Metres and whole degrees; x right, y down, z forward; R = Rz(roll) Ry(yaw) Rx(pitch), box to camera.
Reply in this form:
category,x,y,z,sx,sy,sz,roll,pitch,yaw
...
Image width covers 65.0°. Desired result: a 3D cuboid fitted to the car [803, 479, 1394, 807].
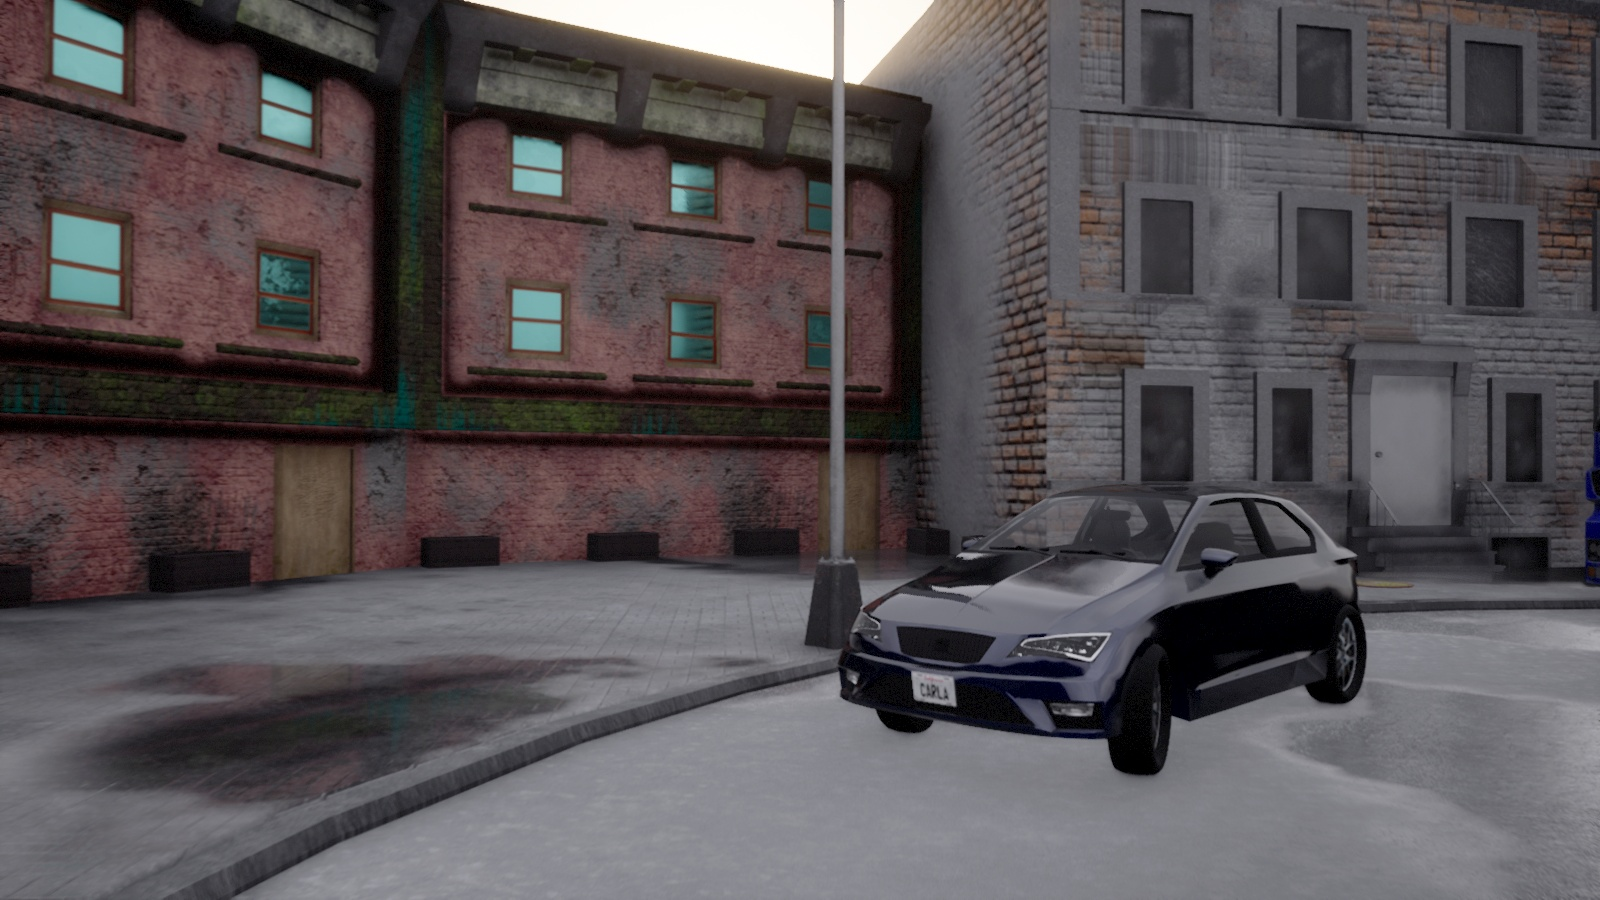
category,x,y,z,sx,sy,sz,roll,pitch,yaw
car,2.107,0.939,7.966,1.816,1.474,4.193,-1,-1,43

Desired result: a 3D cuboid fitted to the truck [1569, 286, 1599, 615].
category,x,y,z,sx,sy,sz,roll,pitch,yaw
truck,12.435,-0.032,12.439,7.936,3.462,2.891,0,-1,-3
